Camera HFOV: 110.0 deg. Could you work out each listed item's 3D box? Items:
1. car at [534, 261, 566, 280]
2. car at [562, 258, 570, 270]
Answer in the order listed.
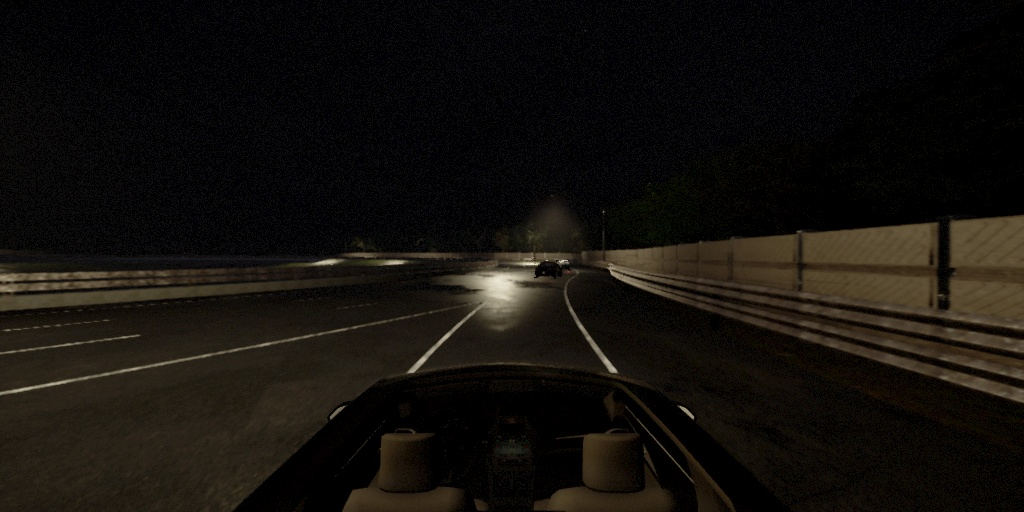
[{"bbox_3d":[3.388,1.273,32.816,1.882,1.535,5.008,1,0,17],"label":"car"},{"bbox_3d":[7.618,1.437,53.813,1.895,1.301,4.718,0,0,5],"label":"car"}]
